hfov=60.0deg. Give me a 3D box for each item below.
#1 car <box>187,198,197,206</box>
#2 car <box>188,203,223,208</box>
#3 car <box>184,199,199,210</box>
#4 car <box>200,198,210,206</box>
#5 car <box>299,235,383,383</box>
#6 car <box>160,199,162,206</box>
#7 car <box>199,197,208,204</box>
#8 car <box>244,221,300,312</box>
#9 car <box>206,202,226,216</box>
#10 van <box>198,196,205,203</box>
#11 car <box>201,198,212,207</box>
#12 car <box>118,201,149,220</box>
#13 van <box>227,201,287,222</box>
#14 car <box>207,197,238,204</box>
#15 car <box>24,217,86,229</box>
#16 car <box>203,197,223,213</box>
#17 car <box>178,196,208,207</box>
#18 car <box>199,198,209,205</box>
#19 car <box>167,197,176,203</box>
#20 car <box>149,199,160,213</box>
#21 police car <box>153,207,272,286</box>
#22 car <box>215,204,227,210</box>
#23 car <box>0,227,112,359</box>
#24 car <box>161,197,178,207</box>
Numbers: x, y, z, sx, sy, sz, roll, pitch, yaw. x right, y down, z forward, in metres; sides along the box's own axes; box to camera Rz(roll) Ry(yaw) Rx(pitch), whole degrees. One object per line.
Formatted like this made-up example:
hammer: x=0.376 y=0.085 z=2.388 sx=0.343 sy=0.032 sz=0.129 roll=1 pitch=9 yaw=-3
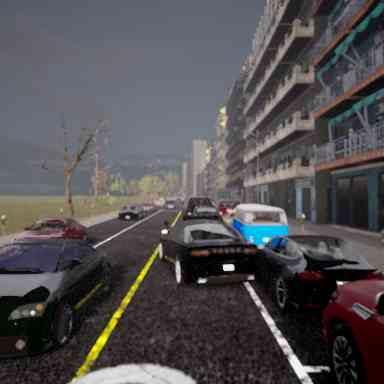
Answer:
car: x=-0.029 y=1.874 z=61.621 sx=1.812 sy=1.442 sz=4.674 roll=0 pitch=0 yaw=0
car: x=0.815 y=1.618 z=20.008 sx=1.837 sy=1.490 sz=4.892 roll=0 pitch=0 yaw=0
car: x=-0.011 y=1.817 z=47.780 sx=2.033 sy=1.411 sz=5.357 roll=0 pitch=0 yaw=0
car: x=2.544 y=1.890 z=64.401 sx=1.752 sy=1.417 sz=4.829 roll=1 pitch=0 yaw=0
car: x=2.575 y=1.327 z=1.962 sx=2.192 sy=1.841 sz=5.009 roll=1 pitch=0 yaw=0
car: x=-5.334 y=1.852 z=57.829 sx=1.752 sy=1.417 sz=4.829 roll=1 pitch=0 yaw=0
car: x=2.539 y=1.869 z=75.553 sx=1.967 sy=1.590 sz=4.097 roll=1 pitch=0 yaw=0
car: x=2.570 y=1.609 z=7.621 sx=1.947 sy=1.339 sz=4.313 roll=1 pitch=0 yaw=0
car: x=2.556 y=1.784 z=35.926 sx=1.802 sy=1.307 sz=4.206 roll=1 pitch=0 yaw=0
van: x=2.535 y=1.836 z=86.876 sx=1.690 sy=1.788 sz=3.998 roll=1 pitch=0 yaw=0
car: x=2.546 y=1.857 z=58.740 sx=1.752 sy=1.417 sz=4.829 roll=1 pitch=0 yaw=0
car: x=-5.321 y=1.733 z=29.729 sx=1.947 sy=1.339 sz=4.313 roll=1 pitch=0 yaw=0
van: x=2.570 y=1.416 z=13.283 sx=1.690 sy=1.788 sz=3.998 roll=1 pitch=0 yaw=0
car: x=2.565 y=1.453 z=24.606 sx=2.192 sy=1.841 sz=5.009 roll=1 pitch=0 yaw=0
car: x=-5.313 y=1.654 z=12.767 sx=1.802 sy=1.307 sz=4.206 roll=1 pitch=0 yaw=0
car: x=2.557 y=1.549 z=41.588 sx=2.192 sy=1.841 sz=5.009 roll=1 pitch=0 yaw=0
car: x=0.369 y=1.365 z=25.948 sx=2.150 sy=2.045 sz=5.566 roll=0 pitch=0 yaw=-5
car: x=2.541 y=1.947 z=69.891 sx=2.008 sy=1.369 sz=4.403 roll=1 pitch=0 yaw=0
car: x=-5.347 y=2.043 z=86.268 sx=2.008 sy=1.369 sz=4.403 roll=1 pitch=0 yaw=0
car: x=-5.326 y=1.813 z=41.037 sx=1.802 sy=1.307 sz=4.206 roll=1 pitch=0 yaw=0
police car: x=0.203 y=1.481 z=9.861 sx=1.930 sy=1.638 sz=5.238 roll=0 pitch=0 yaw=-14
car: x=2.565 y=1.633 z=19.113 sx=1.752 sy=1.417 sz=4.829 roll=1 pitch=0 yaw=0
car: x=-2.853 y=1.599 z=6.125 sx=1.994 sy=1.385 sz=4.181 roll=0 pitch=0 yaw=0
car: x=-2.864 y=1.791 z=47.111 sx=1.812 sy=1.442 sz=4.674 roll=0 pitch=0 yaw=0
